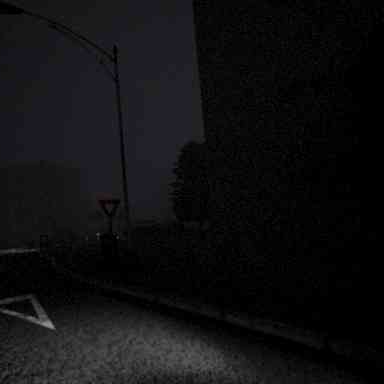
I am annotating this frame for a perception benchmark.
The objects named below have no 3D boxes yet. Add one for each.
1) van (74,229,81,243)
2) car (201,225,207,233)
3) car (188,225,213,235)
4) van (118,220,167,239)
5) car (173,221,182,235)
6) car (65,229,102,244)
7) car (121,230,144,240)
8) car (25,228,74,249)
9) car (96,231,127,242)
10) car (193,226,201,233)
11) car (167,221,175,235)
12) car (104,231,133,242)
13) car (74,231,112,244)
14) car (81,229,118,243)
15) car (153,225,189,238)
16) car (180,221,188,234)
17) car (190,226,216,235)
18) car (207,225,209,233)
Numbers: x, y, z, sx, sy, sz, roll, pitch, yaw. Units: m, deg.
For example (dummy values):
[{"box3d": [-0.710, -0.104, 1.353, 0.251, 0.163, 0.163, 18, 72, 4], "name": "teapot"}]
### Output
[{"box3d": [-17.149, 5.782, 42.865, 4.442, 1.987, 1.878, -6, -7, 13], "name": "van"}, {"box3d": [-0.817, 6.570, 56.334, 5.366, 1.575, 1.946, -6, -8, 13], "name": "car"}, {"box3d": [1.652, 7.704, 67.178, 4.553, 1.767, 2.185, -6, -8, 13], "name": "car"}, {"box3d": [-5.593, 4.268, 37.536, 4.442, 1.987, 1.878, -6, -7, 13], "name": "van"}, {"box3d": [-4.343, 5.061, 42.963, 5.008, 1.535, 2.097, -6, -8, 13], "name": "car"}, {"box3d": [-15.661, 6.453, 48.189, 4.553, 1.767, 2.185, -6, -8, 13], "name": "car"}, {"box3d": [-9.555, 6.906, 53.829, 1.837, 1.490, 4.892, -6, -8, 13], "name": "car"}, {"box3d": [-14.623, 4.804, 33.709, 1.882, 1.535, 5.008, -6, -6, 15], "name": "car"}, {"box3d": [-13.632, 7.557, 56.371, 4.674, 1.452, 2.002, -6, -8, 13], "name": "car"}, {"box3d": [-1.638, 6.310, 53.672, 4.792, 1.488, 2.163, -6, -8, 13], "name": "car"}, {"box3d": [-4.991, 4.795, 40.219, 4.792, 1.488, 2.163, -6, -7, 13], "name": "car"}, {"box3d": [-12.991, 7.852, 58.943, 4.674, 1.452, 2.002, -6, -8, 13], "name": "car"}, {"box3d": [-15.160, 6.918, 51.037, 5.366, 1.575, 1.946, -6, -8, 13], "name": "car"}, {"box3d": [-12.063, 5.628, 43.892, 2.097, 1.767, 4.553, -6, -7, 13], "name": "car"}, {"box3d": [-3.039, 5.699, 48.297, 4.792, 1.488, 2.163, -6, -8, 13], "name": "car"}, {"box3d": [-3.730, 5.113, 45.640, 5.566, 2.045, 2.435, -6, -8, 13], "name": "car"}, {"box3d": [2.358, 8.135, 69.848, 4.892, 1.521, 2.231, -6, -8, 13], "name": "car"}, {"box3d": [0.527, 7.187, 61.722, 5.366, 1.575, 1.946, -6, -8, 13], "name": "car"}]
